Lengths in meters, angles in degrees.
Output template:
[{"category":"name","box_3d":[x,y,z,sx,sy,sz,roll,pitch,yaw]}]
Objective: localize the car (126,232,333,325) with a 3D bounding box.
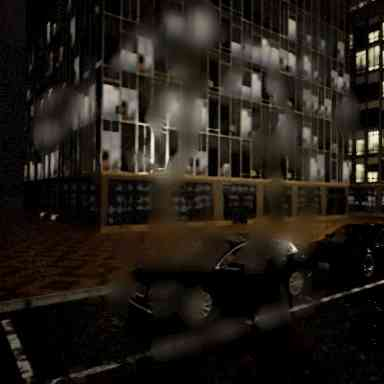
[{"category":"car","box_3d":[0.769,1.595,7.104,4.403,1.369,2.008,1,0,-36]}]

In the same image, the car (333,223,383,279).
[{"category":"car","box_3d":[5.402,1.664,10.412,4.313,1.339,1.947,1,0,-36]}]
